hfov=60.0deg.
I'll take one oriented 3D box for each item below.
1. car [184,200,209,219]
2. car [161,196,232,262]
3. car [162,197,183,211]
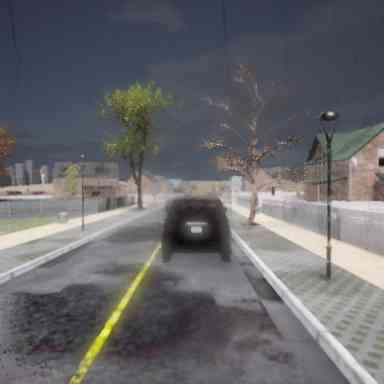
[{"bbox_3d":[0.383,1.411,28.281,1.994,1.385,4.181,0,0,1],"label":"car"},{"bbox_3d":[0.149,1.145,11.992,2.150,2.045,5.566,0,0,0],"label":"car"},{"bbox_3d":[-2.245,1.362,39.878,2.033,1.411,5.357,0,0,2],"label":"car"}]
